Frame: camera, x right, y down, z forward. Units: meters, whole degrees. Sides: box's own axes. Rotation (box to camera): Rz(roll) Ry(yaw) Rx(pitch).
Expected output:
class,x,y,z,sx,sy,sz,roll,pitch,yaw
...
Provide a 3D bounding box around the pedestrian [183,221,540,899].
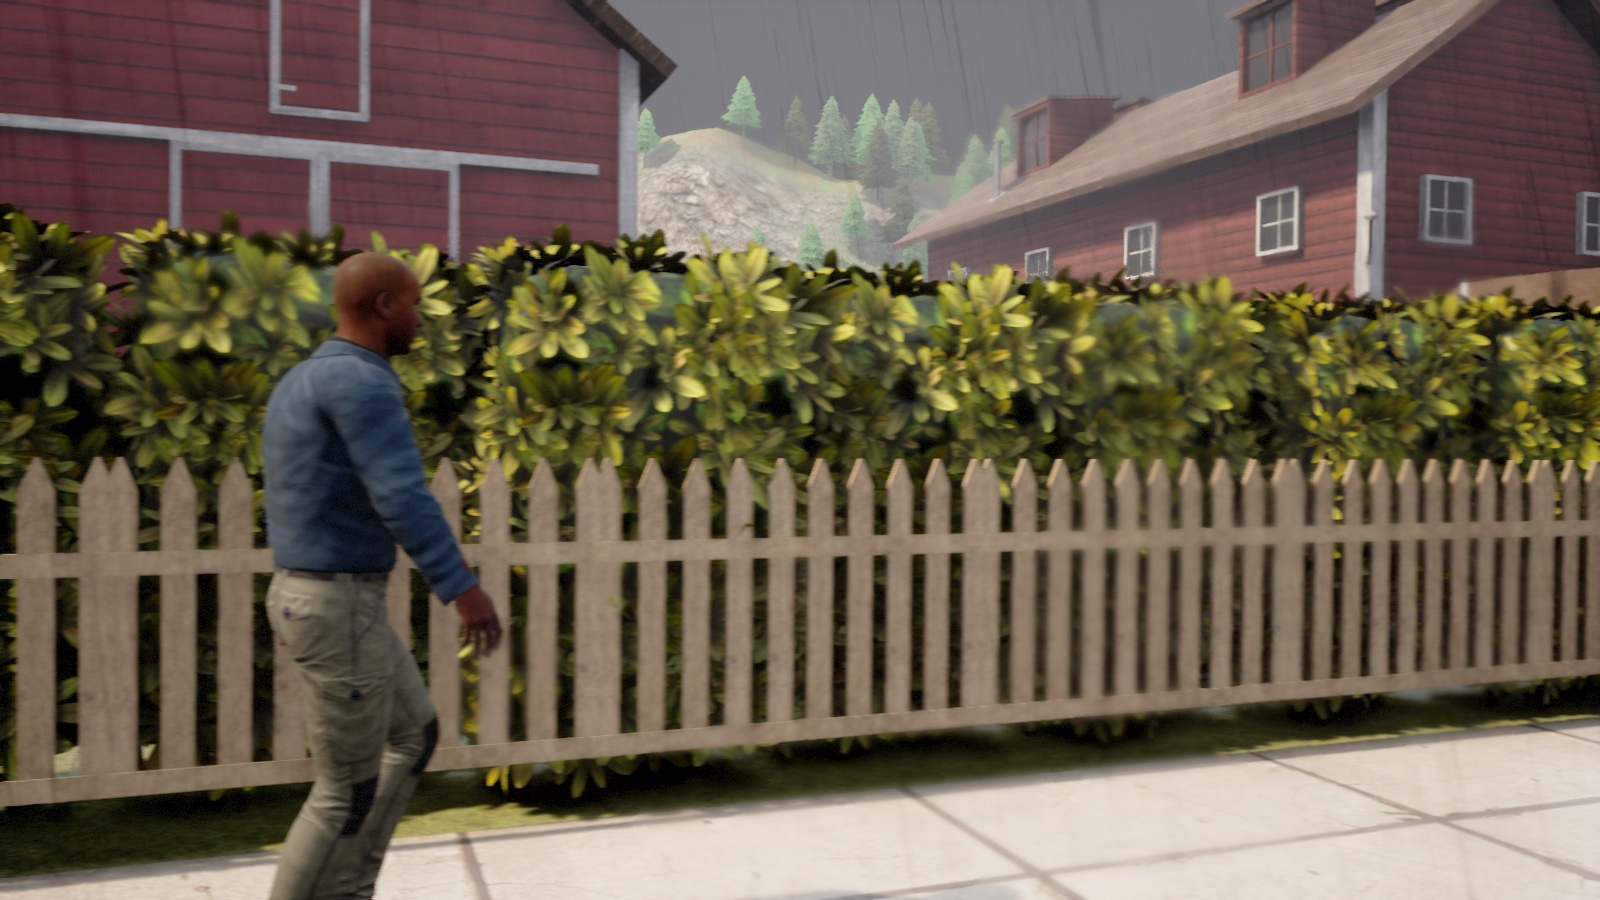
class,x,y,z,sx,sy,sz,roll,pitch,yaw
pedestrian,-1.066,0.415,3.087,0.726,1.835,0.370,-1,1,-36
